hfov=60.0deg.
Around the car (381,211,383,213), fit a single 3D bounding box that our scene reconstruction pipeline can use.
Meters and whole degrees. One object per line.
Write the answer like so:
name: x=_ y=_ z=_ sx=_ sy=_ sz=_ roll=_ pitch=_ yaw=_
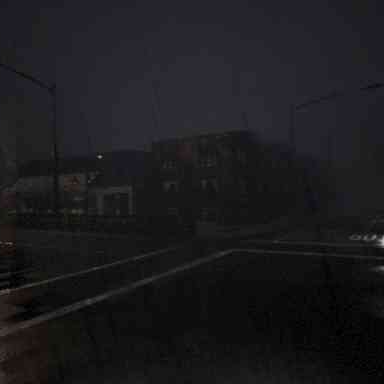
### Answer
car: x=11.441 y=1.340 z=17.843 sx=1.837 sy=1.490 sz=4.892 roll=-2 pitch=-1 yaw=32
